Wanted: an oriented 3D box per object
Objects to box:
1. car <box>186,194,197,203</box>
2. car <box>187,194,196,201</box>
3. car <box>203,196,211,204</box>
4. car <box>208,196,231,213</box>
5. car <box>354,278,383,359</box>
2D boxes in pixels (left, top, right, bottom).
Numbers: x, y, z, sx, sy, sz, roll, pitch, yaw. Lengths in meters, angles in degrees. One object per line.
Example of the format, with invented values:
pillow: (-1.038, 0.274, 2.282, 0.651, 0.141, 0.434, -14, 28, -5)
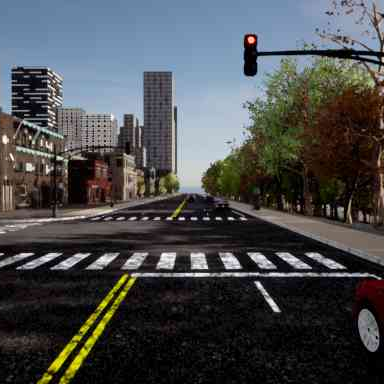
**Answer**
car: (-0.143, 1.501, 66.011, 1.812, 1.442, 4.674, 0, 0, 0)
car: (-0.164, 1.279, 76.013, 1.882, 1.535, 5.008, 0, 0, 0)
car: (3.217, 1.481, 62.426, 1.837, 1.490, 4.892, 0, 0, 0)
car: (3.273, 1.535, 37.476, 2.033, 1.411, 5.357, 0, 0, 0)
car: (3.344, 1.477, 2.962, 1.882, 1.535, 5.008, 0, 0, 0)
